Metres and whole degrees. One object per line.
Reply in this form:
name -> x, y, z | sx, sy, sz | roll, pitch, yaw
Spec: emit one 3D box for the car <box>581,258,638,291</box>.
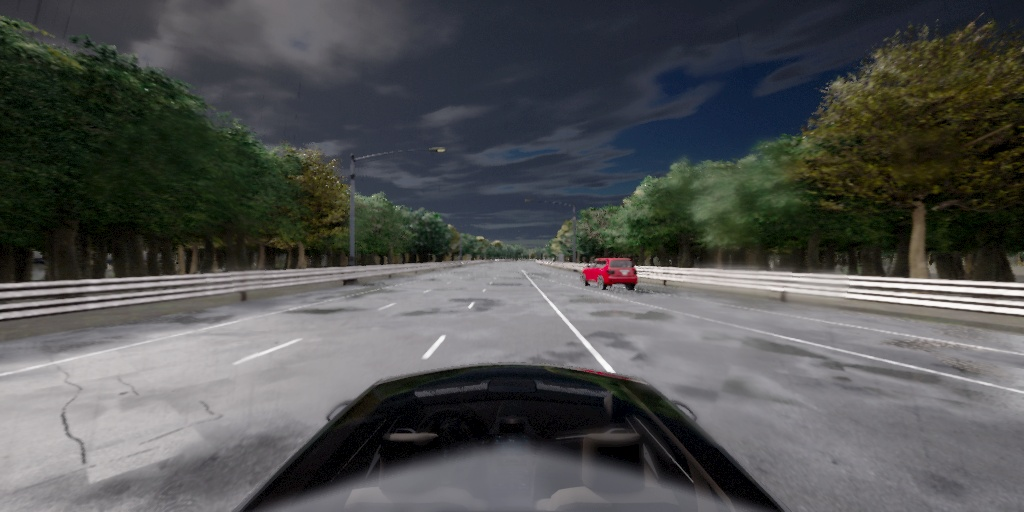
car -> 6.483, 1.178, 24.388 | 2.150, 2.045, 5.566 | 0, -1, -8
